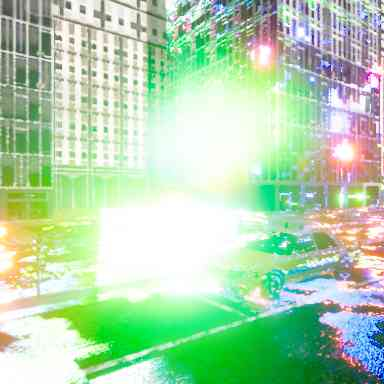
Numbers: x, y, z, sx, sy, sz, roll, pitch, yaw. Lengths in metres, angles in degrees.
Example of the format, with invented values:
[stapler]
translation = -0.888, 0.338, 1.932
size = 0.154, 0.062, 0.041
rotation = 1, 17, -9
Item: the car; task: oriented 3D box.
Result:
[car]
translation = 2.381, 1.499, 8.259
size = 4.829, 1.417, 1.752
rotation = 0, 0, -35
